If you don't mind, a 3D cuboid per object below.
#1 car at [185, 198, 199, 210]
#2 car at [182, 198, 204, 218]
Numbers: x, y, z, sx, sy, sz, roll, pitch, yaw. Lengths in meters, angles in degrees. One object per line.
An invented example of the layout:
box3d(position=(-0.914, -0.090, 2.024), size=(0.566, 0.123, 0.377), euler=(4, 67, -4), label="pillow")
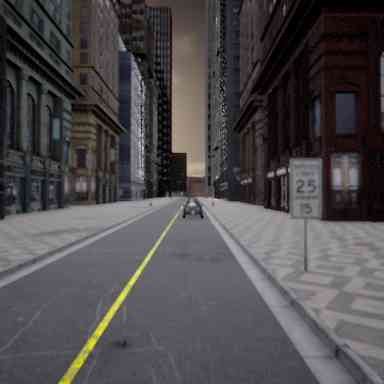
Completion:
box3d(position=(0.047, 1.586, 45.883), size=(1.812, 1.442, 4.674), euler=(0, 0, 1), label="car")
box3d(position=(0.092, 1.550, 30.469), size=(1.812, 1.442, 4.674), euler=(0, 0, 0), label="car")
